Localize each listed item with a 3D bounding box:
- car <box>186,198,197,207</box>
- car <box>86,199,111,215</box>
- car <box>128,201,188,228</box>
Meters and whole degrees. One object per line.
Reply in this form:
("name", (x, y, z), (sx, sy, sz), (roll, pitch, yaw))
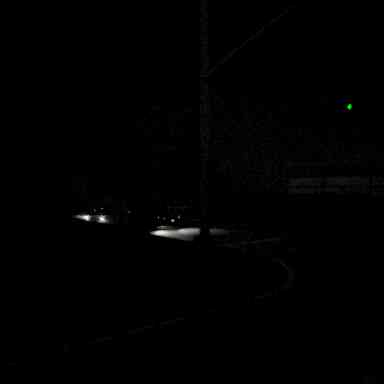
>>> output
("car", (0.470, 1.570, 50.271), (4.718, 1.301, 1.895), (0, 0, -39))
("car", (-9.355, 1.486, 33.510), (1.837, 1.490, 4.892), (-2, 0, -6))
("car", (-2.583, 1.489, 22.062), (1.837, 1.490, 4.892), (0, 0, -36))
